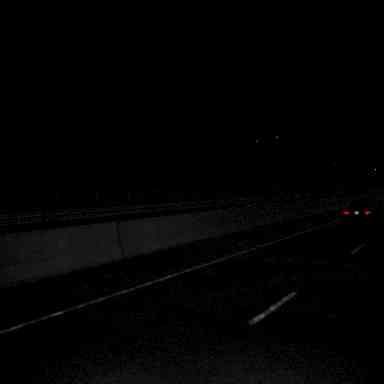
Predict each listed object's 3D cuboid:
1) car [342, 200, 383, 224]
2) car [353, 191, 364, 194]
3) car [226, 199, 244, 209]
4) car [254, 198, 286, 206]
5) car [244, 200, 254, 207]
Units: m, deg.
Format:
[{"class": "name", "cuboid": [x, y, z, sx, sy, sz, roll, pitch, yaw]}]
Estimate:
[{"class": "car", "cuboid": [11.272, 1.235, 21.650, 2.033, 1.411, 5.357, -3, -1, 38]}, {"class": "car", "cuboid": [34.124, 0.529, 68.327, 1.895, 1.301, 4.718, -3, -1, 38]}, {"class": "car", "cuboid": [6.144, 1.688, 43.857, 1.994, 1.385, 4.181, -3, -1, 38]}, {"class": "car", "cuboid": [9.051, 1.523, 36.209, 1.895, 1.301, 4.718, -3, -1, 38]}, {"class": "car", "cuboid": [8.844, 1.487, 41.639, 1.837, 1.490, 4.892, -3, -1, 38]}]
